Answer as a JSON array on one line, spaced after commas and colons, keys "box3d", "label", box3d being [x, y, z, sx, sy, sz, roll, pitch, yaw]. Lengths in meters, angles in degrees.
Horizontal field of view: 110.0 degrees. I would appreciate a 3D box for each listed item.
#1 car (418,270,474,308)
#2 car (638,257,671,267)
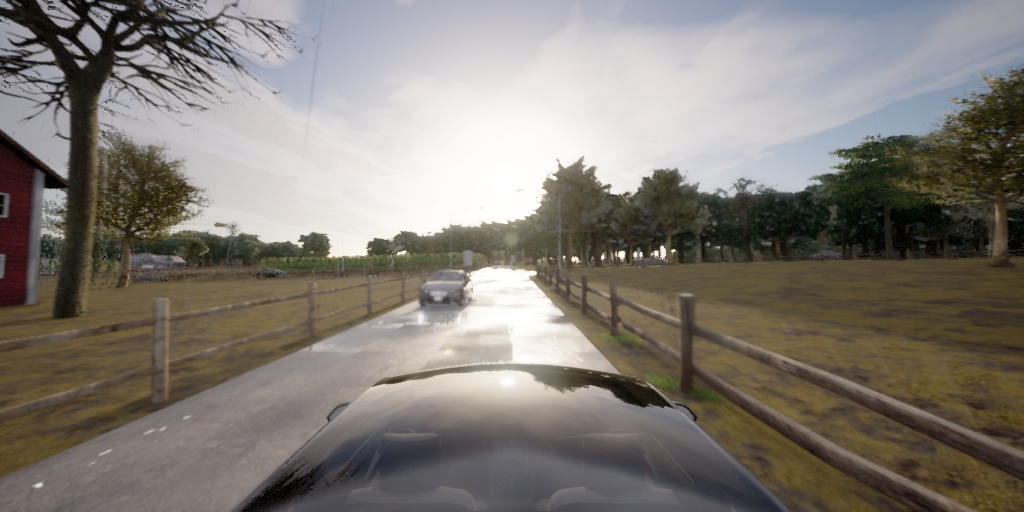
[{"box3d": [-2.848, 1.397, 16.313, 2.128, 1.511, 4.902, 0, -1, 0], "label": "car"}, {"box3d": [22.361, 0.983, 56.216, 4.902, 1.511, 2.128, -2, -3, 0], "label": "car"}]
